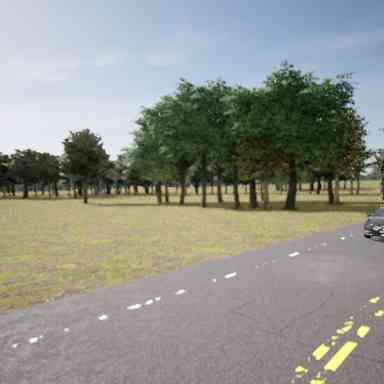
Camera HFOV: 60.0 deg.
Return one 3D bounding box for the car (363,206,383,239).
[{"bbox_3d":[9.886,1.459,16.246,1.837,1.490,4.892,0,0,41],"label":"car"}]
